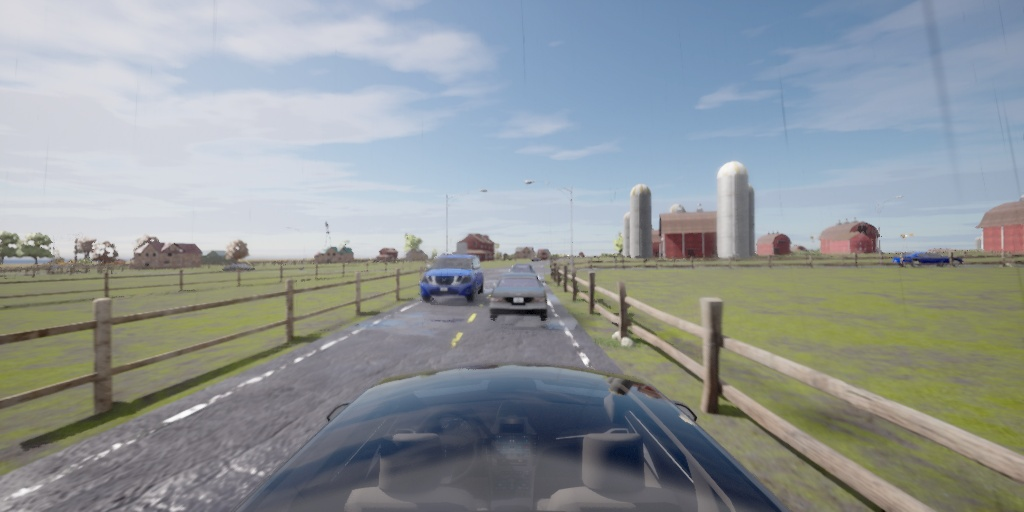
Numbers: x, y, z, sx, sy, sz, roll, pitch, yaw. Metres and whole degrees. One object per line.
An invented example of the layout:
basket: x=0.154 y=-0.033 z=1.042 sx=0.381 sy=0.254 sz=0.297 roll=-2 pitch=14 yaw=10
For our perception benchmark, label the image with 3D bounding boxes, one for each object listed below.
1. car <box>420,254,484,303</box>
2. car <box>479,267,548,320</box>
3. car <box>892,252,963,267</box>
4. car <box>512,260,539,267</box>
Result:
car: x=-2.579 y=0.939 z=16.792 sx=2.150 sy=2.045 sz=5.566 roll=0 pitch=0 yaw=2
car: x=0.241 y=1.275 z=12.509 sx=2.033 sy=1.411 sz=5.357 roll=0 pitch=0 yaw=1
car: x=41.570 y=0.314 z=35.985 sx=5.008 sy=1.535 sz=1.882 roll=-1 pitch=-1 yaw=16
car: x=0.805 y=1.257 z=27.221 sx=1.994 sy=1.385 sz=4.181 roll=0 pitch=0 yaw=3
